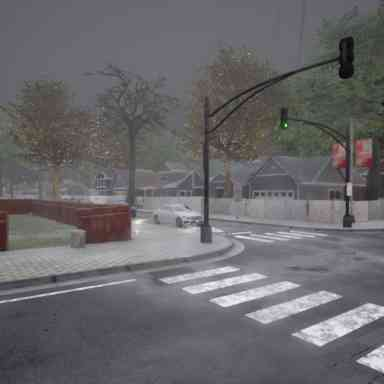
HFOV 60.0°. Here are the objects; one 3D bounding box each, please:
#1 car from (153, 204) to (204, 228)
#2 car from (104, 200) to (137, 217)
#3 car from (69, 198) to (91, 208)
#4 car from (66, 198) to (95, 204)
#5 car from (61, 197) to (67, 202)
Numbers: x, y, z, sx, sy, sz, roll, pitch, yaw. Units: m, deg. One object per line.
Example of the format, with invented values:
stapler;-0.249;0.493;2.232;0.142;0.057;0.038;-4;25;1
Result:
car;-1.022;1.546;22.634;1.812;1.442;4.674;0;0;-36
car;-6.861;1.512;30.802;1.882;1.535;5.008;0;0;-36
car;-16.733;1.652;49.588;1.994;1.385;4.181;0;0;-35
car;-12.849;1.528;39.182;1.882;1.535;5.008;0;0;-35
car;-22.394;1.599;57.395;2.128;1.511;4.902;0;0;-36
